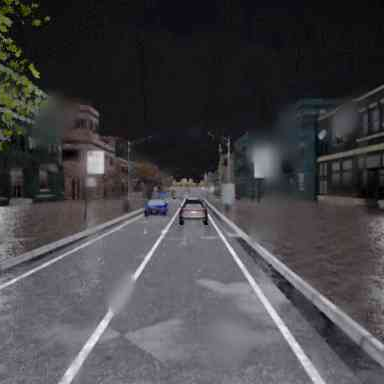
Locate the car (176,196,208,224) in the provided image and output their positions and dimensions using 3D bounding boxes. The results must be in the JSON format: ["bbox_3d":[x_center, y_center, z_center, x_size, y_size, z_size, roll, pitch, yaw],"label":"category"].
[{"bbox_3d":[0.102,1.354,23.784,2.033,1.649,4.856,0,0,0],"label":"car"}]

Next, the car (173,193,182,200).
[{"bbox_3d":[-2.993,0.960,70.247,1.994,1.385,4.181,0,1,0],"label":"car"}]

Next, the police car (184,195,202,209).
[{"bbox_3d":[0.104,1.258,41.787,2.038,1.542,4.974,0,1,0],"label":"police car"}]

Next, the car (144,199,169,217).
[{"bbox_3d":[-3.093,1.355,29.717,1.882,1.535,5.008,0,1,0],"label":"car"}]
